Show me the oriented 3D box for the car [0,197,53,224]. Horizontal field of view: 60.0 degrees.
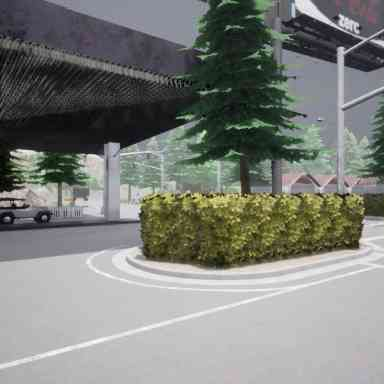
[{"bbox_3d":[-11.996,1.313,23.467,3.866,1.878,1.905,0,0,-36],"label":"car"}]
